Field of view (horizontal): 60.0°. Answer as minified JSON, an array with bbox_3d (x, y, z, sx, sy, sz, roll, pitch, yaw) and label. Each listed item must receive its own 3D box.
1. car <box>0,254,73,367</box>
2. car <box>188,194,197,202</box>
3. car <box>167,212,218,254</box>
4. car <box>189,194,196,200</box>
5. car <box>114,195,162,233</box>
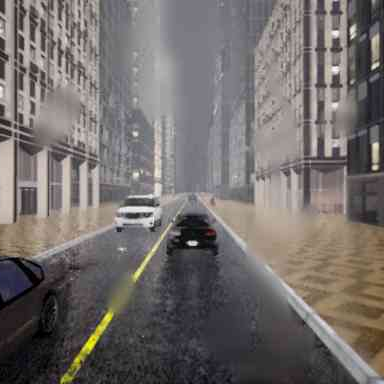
[{"bbox_3d":[-3.100,1.539,3.878,2.033,1.411,5.357,0,0,0],"label":"car"},{"bbox_3d":[0.144,1.250,73.694,2.097,1.767,4.553,0,0,0],"label":"car"},{"bbox_3d":[0.023,1.512,13.218,1.812,1.442,4.674,0,0,0],"label":"car"},{"bbox_3d":[0.165,1.300,83.760,1.837,1.490,4.892,0,0,0],"label":"car"},{"bbox_3d":[-3.033,1.197,19.937,2.150,2.045,5.566,0,0,1],"label":"car"}]
